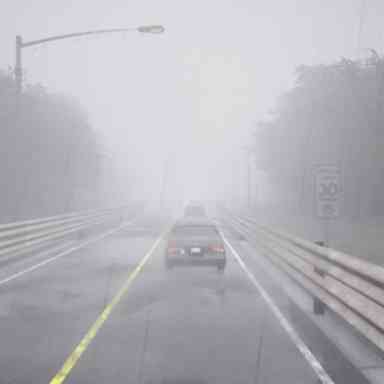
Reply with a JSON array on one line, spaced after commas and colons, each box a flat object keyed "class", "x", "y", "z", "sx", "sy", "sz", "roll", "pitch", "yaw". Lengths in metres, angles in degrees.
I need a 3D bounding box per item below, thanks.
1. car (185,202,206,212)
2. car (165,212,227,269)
[{"class": "car", "x": 0.371, "y": 1.721, "z": 33.029, "sx": 1.882, "sy": 1.535, "sz": 5.008, "roll": 0, "pitch": 0, "yaw": 3}, {"class": "car", "x": 0.100, "y": 1.633, "z": 11.467, "sx": 2.033, "sy": 1.411, "sz": 5.357, "roll": 0, "pitch": 0, "yaw": 0}]
